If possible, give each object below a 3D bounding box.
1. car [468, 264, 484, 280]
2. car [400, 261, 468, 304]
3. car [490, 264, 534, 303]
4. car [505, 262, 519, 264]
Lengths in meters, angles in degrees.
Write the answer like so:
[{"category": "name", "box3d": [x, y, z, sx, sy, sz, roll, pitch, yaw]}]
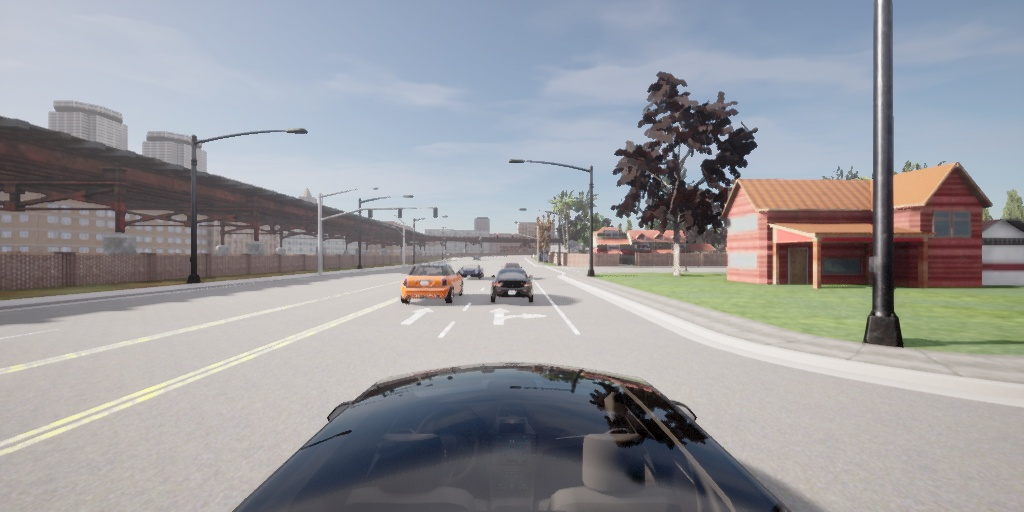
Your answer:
[{"category": "car", "box3d": [-3.500, 1.364, 31.530, 1.895, 1.301, 4.718, 0, 0, 0]}, {"category": "car", "box3d": [-3.500, 1.113, 16.470, 2.097, 1.767, 4.553, 0, 0, 0]}, {"category": "car", "box3d": [0.000, 1.280, 16.500, 1.812, 1.442, 4.674, 0, 0, 0]}, {"category": "car", "box3d": [0.000, 1.280, 31.500, 1.812, 1.442, 4.674, 0, 0, 0]}]
